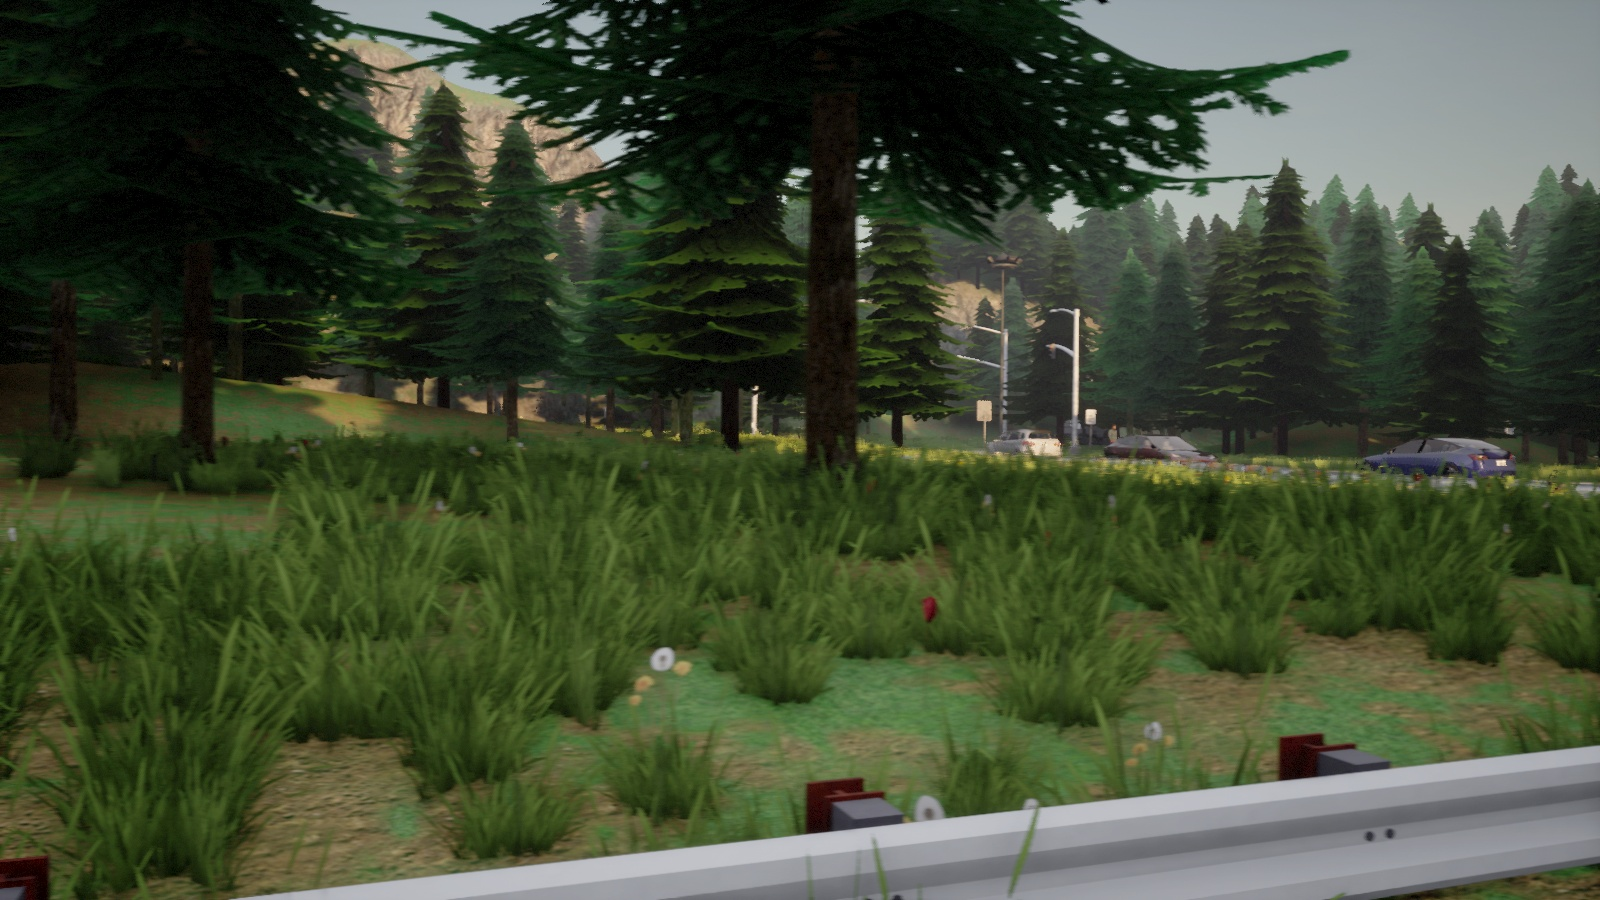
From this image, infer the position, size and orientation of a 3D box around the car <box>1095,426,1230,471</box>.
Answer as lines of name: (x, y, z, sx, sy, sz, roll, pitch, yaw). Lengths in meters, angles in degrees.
car: (12.701, -0.088, 44.355, 2.163, 1.488, 4.792, -1, 1, -20)

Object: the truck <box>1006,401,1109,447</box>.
truck: (19.925, -2.004, 96.928, 7.936, 3.462, 2.891, -1, 1, -31)

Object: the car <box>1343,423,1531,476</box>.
car: (19.008, -0.048, 37.728, 2.163, 1.488, 4.792, -1, 1, -22)

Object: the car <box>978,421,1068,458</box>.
car: (10.632, -0.485, 60.336, 2.242, 1.667, 4.611, -1, 1, -20)
